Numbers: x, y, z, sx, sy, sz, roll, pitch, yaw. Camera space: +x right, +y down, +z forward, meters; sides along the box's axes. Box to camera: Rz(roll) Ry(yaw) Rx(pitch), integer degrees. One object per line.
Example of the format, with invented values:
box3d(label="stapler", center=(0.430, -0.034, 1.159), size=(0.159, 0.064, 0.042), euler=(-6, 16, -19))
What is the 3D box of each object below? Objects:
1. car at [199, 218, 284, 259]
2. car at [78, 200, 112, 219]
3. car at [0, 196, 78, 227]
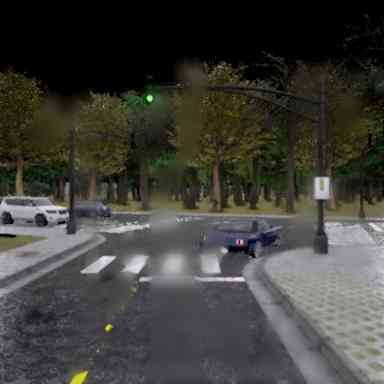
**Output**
box3d(label="car", center=(2.188, 1.668, 13.144), size=(1.895, 1.301, 4.718), euler=(-1, 0, 30))
box3d(label="car", center=(-9.760, 1.542, 30.692), size=(4.553, 1.767, 2.097), euler=(0, -1, 24))
box3d(label="car", center=(-11.396, 1.348, 24.107), size=(5.566, 2.045, 2.150), euler=(0, 0, 23))
